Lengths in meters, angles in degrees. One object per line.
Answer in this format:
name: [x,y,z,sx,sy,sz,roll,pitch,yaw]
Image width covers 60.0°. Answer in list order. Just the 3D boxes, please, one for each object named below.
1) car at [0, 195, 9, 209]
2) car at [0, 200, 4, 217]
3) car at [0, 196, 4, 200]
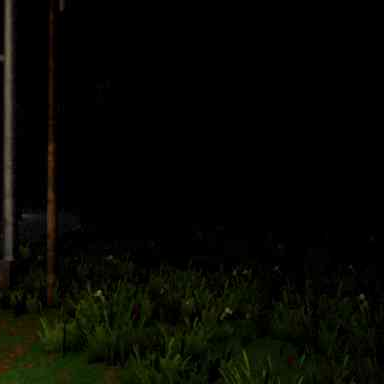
car: [-26.101,1.324,43.685,4.553,1.767,2.097,0,0,39]
car: [-12.773,1.477,19.618,1.837,1.490,4.892,0,0,-14]
car: [-20.096,1.450,33.341,1.882,1.535,5.008,0,0,-44]
